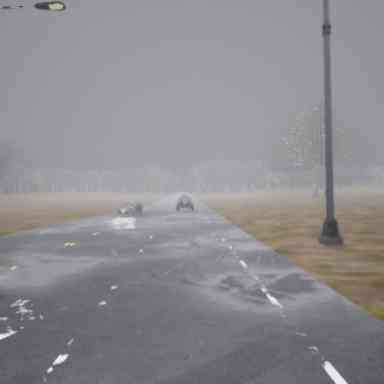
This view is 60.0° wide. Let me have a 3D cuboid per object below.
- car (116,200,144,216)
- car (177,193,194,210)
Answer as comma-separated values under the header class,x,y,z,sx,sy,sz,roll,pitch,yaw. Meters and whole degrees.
class,x,y,z,sx,sy,sz,roll,pitch,yaw
car,-6.131,1.595,33.386,2.128,1.511,4.902,-1,0,6
car,-0.890,1.321,42.838,2.097,1.767,4.553,-1,0,-1
